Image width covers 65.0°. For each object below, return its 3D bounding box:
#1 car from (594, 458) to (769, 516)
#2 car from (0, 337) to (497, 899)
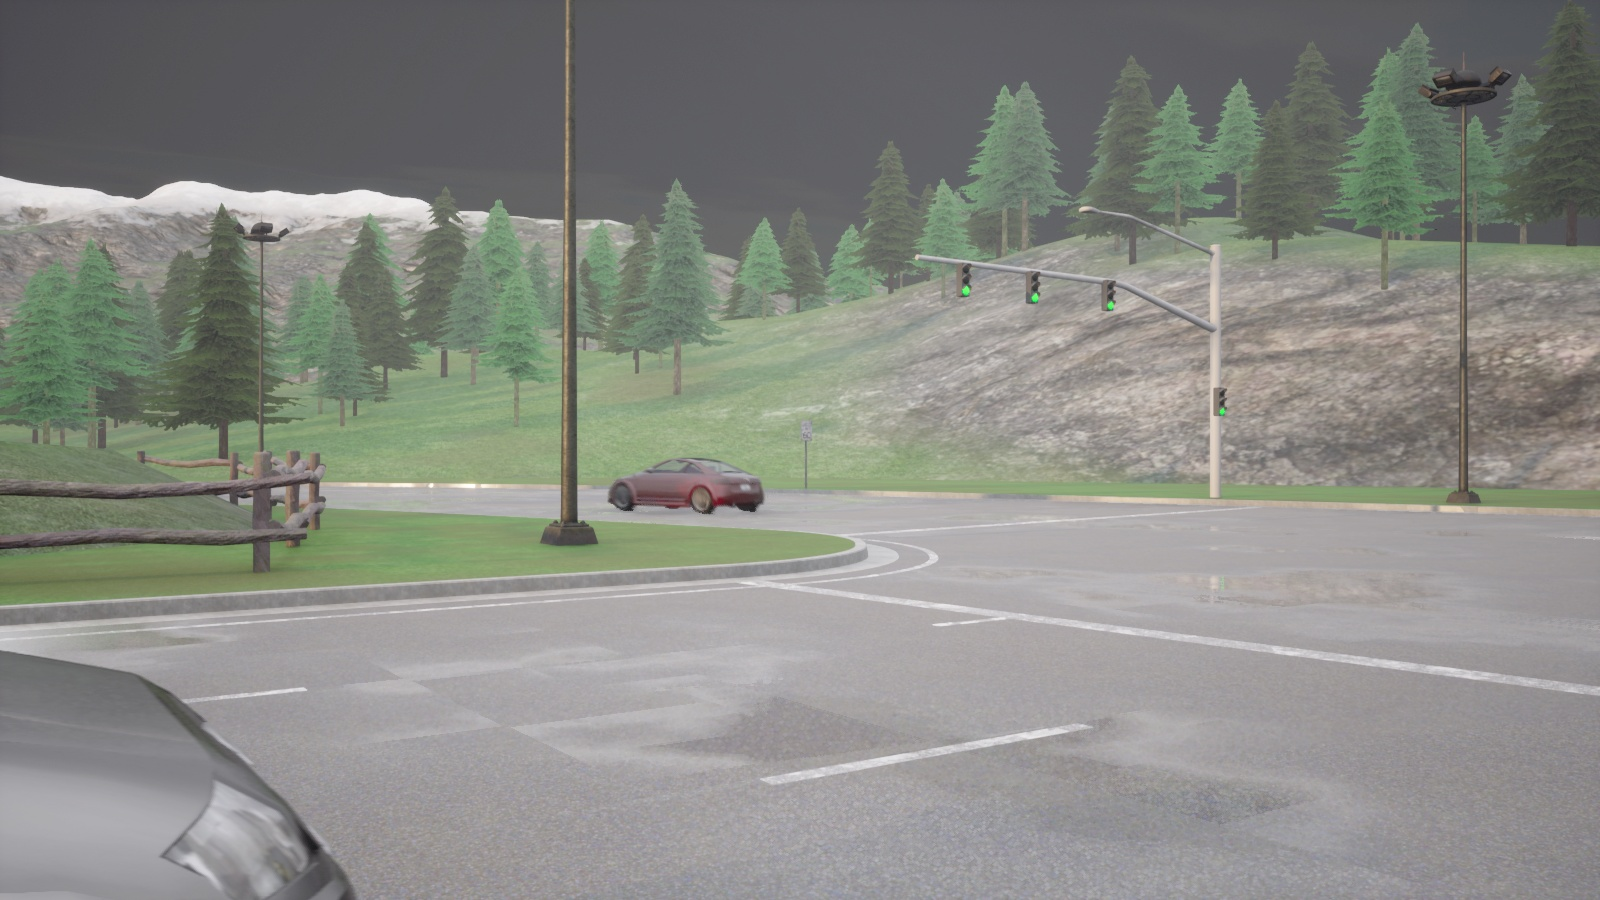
[{"bbox_3d":[-3.043,0.893,31.958,4.181,1.385,1.994,0,0,37],"label":"car"},{"bbox_3d":[-2.688,0.653,1.788,3.988,1.617,1.851,0,0,-35],"label":"car"}]
